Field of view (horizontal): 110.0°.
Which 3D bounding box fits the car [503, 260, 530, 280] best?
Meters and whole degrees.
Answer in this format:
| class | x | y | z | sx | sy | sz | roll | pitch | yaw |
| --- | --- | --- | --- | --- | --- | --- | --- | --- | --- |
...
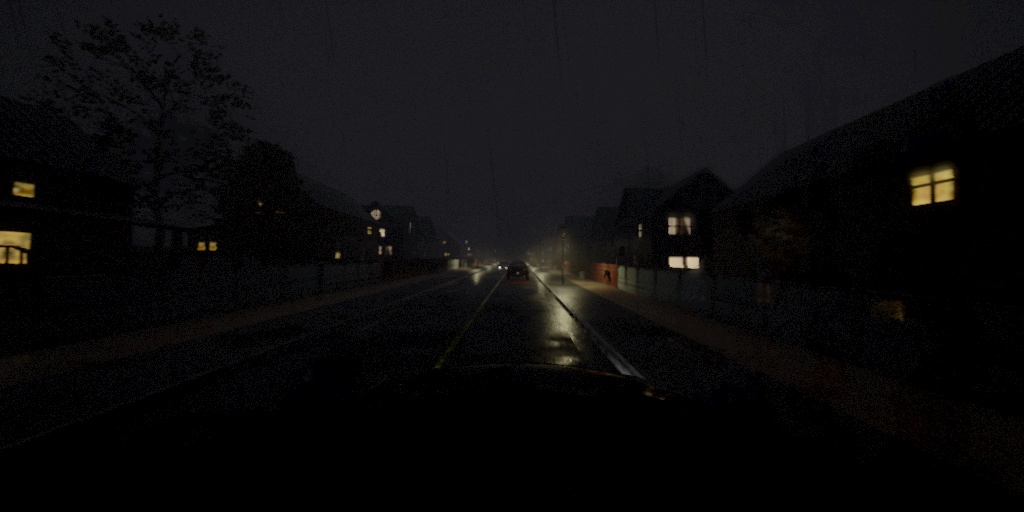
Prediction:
| class | x | y | z | sx | sy | sz | roll | pitch | yaw |
| --- | --- | --- | --- | --- | --- | --- | --- | --- | --- |
| car | 0.509 | 1.246 | 31.481 | 1.882 | 1.535 | 5.008 | 1 | 0 | 1 |
